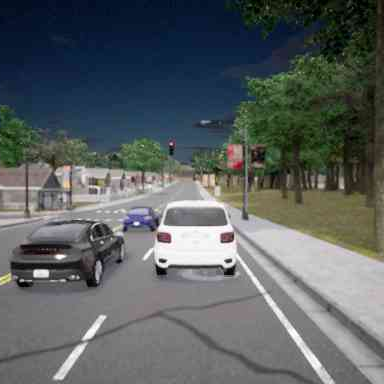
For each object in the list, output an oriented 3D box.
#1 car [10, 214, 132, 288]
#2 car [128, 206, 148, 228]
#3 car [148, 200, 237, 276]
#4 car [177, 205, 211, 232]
[{"bbox_3d":[-3.148,1.536,9.354,1.837,1.490,4.892,0,-2,0],"label":"car"},{"bbox_3d":[-3.150,1.616,20.983,1.812,1.442,4.674,0,0,-1],"label":"car"},{"bbox_3d":[0.104,1.267,10.652,2.150,2.045,5.566,0,0,0],"label":"car"},{"bbox_3d":[0.106,1.643,22.158,2.033,1.411,5.357,0,0,0],"label":"car"}]
